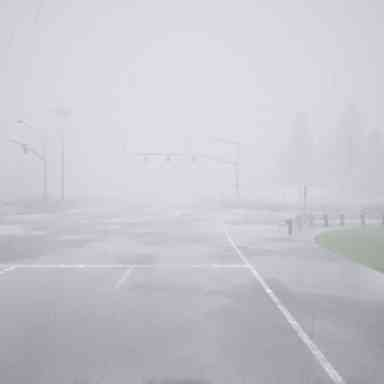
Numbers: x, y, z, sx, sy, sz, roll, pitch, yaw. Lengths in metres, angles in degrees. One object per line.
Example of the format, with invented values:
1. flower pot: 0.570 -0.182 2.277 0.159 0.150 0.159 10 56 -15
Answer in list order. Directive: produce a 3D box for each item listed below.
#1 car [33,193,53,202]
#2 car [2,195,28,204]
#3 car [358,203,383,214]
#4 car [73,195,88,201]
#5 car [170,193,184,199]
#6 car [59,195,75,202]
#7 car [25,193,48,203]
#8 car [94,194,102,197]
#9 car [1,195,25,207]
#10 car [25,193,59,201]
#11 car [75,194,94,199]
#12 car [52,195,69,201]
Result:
1. car: -31.676 1.066 70.865 2.097 1.767 4.553 0 0 0
2. car: -31.628 1.252 59.665 2.128 1.511 4.902 0 0 0
3. car: 17.360 1.386 29.326 4.902 1.511 2.128 0 0 8
4. car: -24.849 1.291 74.335 1.895 1.301 4.718 0 0 -3
5. car: -3.937 0.959 95.174 2.097 1.767 4.553 0 0 -18
6. car: -24.626 1.292 63.136 2.033 1.411 5.357 0 0 0
7. car: -28.139 1.109 60.328 2.097 1.767 4.553 0 0 0
8. car: -21.305 1.197 74.034 1.837 1.490 4.892 0 0 -3
9. car: -24.679 1.295 46.681 1.882 1.535 5.008 0 0 0
10. car: -21.179 1.166 47.206 2.097 1.767 4.553 0 0 0
11. car: -21.132 1.264 64.652 1.812 1.442 4.674 0 0 0
12. car: -28.174 1.262 71.170 1.994 1.385 4.181 0 0 0
